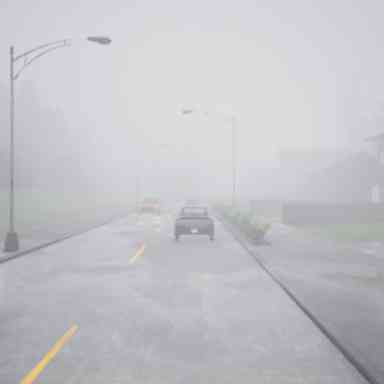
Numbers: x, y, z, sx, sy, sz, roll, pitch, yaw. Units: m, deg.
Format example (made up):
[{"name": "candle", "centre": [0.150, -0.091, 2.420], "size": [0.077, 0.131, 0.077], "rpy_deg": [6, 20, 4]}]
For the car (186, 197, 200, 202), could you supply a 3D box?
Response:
[{"name": "car", "centre": [0.144, 1.485, 49.536], "size": [1.837, 1.490, 4.892], "rpy_deg": [0, 0, 0]}]

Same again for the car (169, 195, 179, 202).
[{"name": "car", "centre": [-3.928, 1.458, 74.233], "size": [1.812, 1.442, 4.674], "rpy_deg": [0, 0, 0]}]

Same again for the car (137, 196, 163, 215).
[{"name": "car", "centre": [-4.078, 1.340, 32.890], "size": [2.097, 1.767, 4.553], "rpy_deg": [0, 0, 0]}]

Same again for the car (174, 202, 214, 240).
[{"name": "car", "centre": [0.107, 1.484, 16.966], "size": [2.128, 1.511, 4.902], "rpy_deg": [0, 0, 0]}]
